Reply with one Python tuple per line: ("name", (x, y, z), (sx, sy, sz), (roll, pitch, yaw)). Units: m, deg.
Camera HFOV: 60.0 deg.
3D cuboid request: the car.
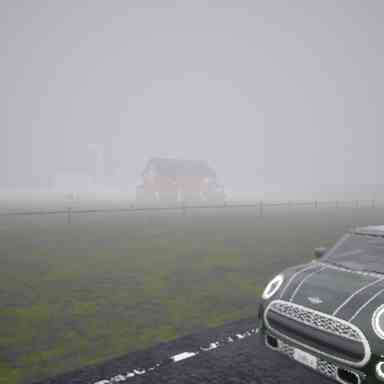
("car", (3.149, 1.351, 5.208), (4.553, 1.767, 2.097), (0, 0, -36))
